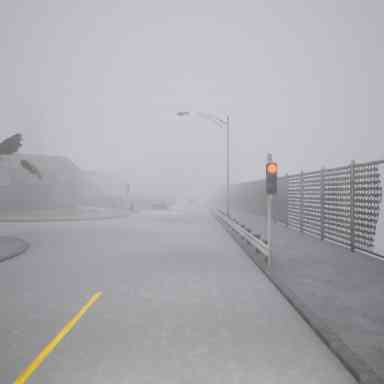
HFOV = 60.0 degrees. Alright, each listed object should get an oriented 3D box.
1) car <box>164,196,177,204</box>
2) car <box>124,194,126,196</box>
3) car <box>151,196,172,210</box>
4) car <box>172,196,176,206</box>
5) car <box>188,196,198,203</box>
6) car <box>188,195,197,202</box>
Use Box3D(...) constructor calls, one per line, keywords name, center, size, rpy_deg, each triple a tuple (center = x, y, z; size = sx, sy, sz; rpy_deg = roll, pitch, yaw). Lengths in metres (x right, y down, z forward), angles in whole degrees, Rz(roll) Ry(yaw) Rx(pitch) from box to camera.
Box3D(name="car", center=(-3.999, 1.547, 62.952), size=(2.033, 1.411, 5.357), rpy_deg=(0, 0, 0))
Box3D(name="car", center=(-17.204, 1.134, 78.223), size=(3.633, 1.501, 1.845), rpy_deg=(0, 0, 0))
Box3D(name="car", center=(-4.058, 1.478, 42.778), size=(1.882, 1.535, 5.008), rpy_deg=(0, 0, 0))
Box3D(name="car", center=(-4.041, 1.505, 52.496), size=(1.837, 1.490, 4.892), rpy_deg=(0, 0, 0))
Box3D(name="car", center=(0.168, 1.547, 67.996), size=(2.033, 1.411, 5.357), rpy_deg=(0, 0, -1))
Box3D(name="car", center=(0.074, 1.540, 78.624), size=(2.033, 1.411, 5.357), rpy_deg=(0, 0, 0))
